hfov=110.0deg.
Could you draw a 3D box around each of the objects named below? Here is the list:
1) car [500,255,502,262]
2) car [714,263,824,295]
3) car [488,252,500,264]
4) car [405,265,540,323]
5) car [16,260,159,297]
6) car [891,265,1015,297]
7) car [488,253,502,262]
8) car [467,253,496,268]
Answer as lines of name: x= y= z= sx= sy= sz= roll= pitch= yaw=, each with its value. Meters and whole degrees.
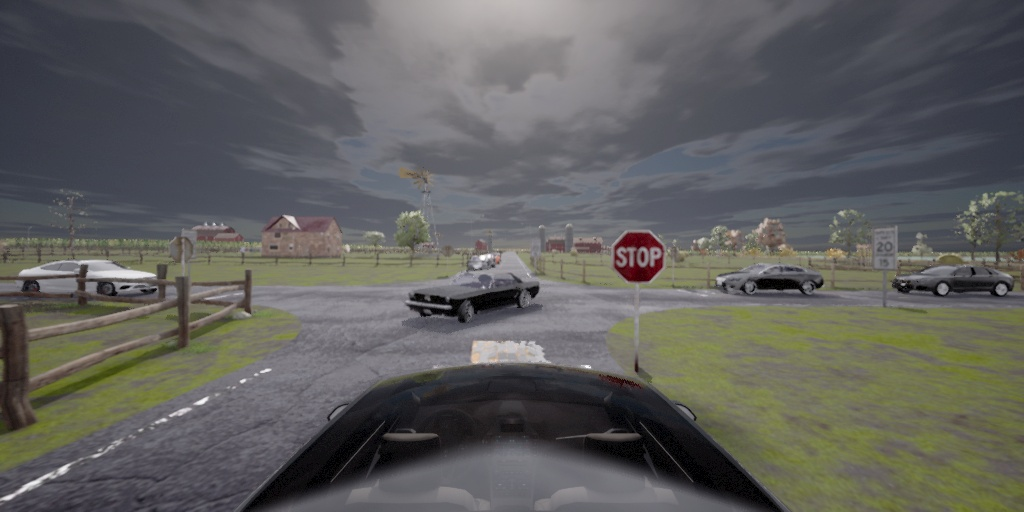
car: x=-2.833 y=0.232 z=50.982 sx=2.097 sy=1.767 sz=4.553 roll=0 pitch=1 yaw=0
car: x=12.809 y=1.109 z=18.005 sx=4.902 sy=1.511 sz=2.128 roll=1 pitch=0 yaw=-2
car: x=-2.834 y=0.549 z=40.996 sx=2.128 sy=1.511 sz=4.902 roll=0 pitch=1 yaw=0
car: x=-1.063 y=1.168 z=11.610 sx=1.895 sy=1.301 sz=4.718 roll=1 pitch=2 yaw=35
car: x=-17.234 y=0.874 z=14.698 sx=4.674 sy=1.442 sz=1.812 roll=1 pitch=0 yaw=-1
car: x=22.211 y=1.208 z=18.173 sx=4.892 sy=1.490 sz=1.837 roll=1 pitch=0 yaw=-1
car: x=-2.791 y=0.186 z=61.379 sx=2.128 sy=1.511 sz=4.902 roll=0 pitch=1 yaw=0
car: x=-2.845 y=0.714 z=31.656 sx=2.128 sy=1.511 sz=4.902 roll=0 pitch=1 yaw=0
